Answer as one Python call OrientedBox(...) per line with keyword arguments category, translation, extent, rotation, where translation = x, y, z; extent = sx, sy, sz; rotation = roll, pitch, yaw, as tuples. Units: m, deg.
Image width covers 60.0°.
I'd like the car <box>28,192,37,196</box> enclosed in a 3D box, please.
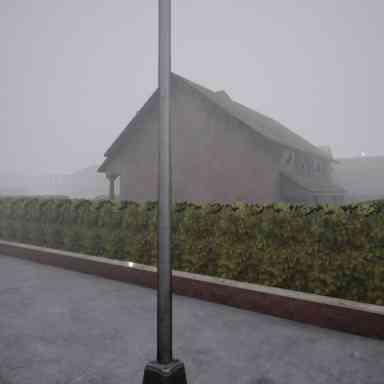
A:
OrientedBox(category="car", translation=(-33.519, 0.973, 70.191), extent=(3.866, 1.878, 1.905), rotation=(0, 0, 36))
